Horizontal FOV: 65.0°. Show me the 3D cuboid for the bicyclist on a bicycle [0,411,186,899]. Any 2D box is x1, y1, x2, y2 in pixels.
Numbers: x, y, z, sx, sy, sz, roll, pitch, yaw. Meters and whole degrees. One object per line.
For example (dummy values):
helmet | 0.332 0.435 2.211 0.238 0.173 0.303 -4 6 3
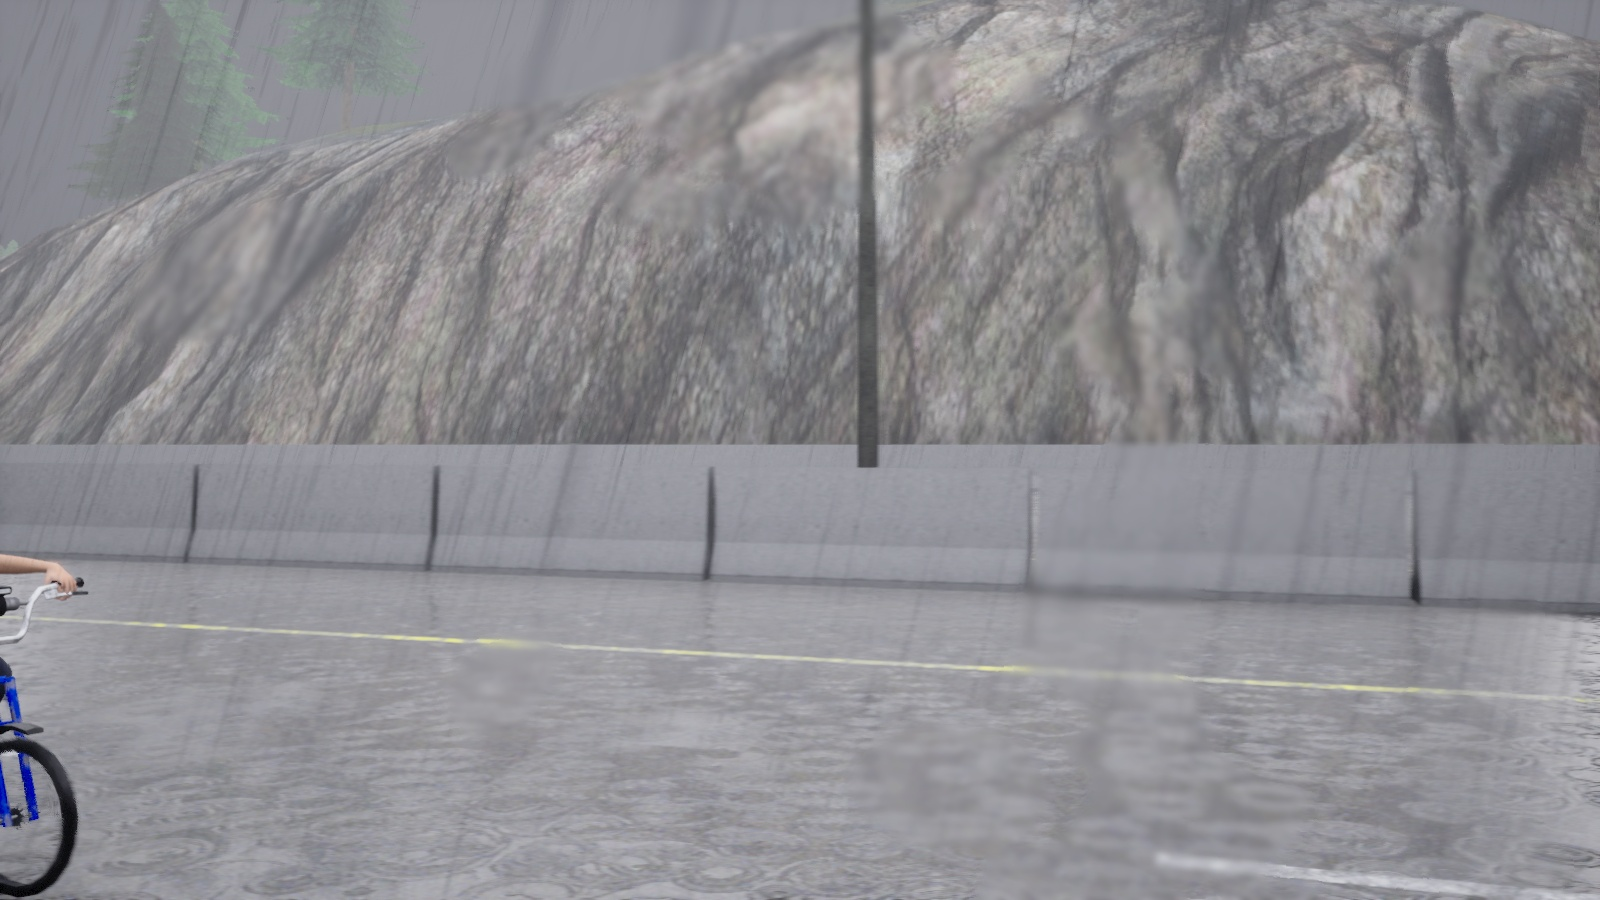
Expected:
bicyclist on a bicycle | -3.100 0.682 4.432 1.509 1.612 0.866 1 -1 23
